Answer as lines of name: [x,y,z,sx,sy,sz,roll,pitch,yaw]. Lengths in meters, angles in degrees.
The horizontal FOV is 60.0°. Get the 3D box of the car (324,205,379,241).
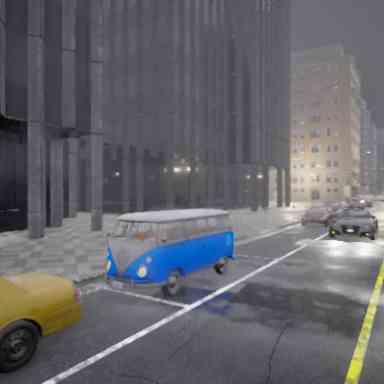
car: [8.320,1.578,16.928,1.994,1.385,4.181,0,0,33]

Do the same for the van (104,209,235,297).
van: [-0.369,1.357,8.494,1.690,1.788,3.998,0,0,33]

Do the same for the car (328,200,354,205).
car: [11.799,1.456,27.492,1.967,1.590,4.097,0,0,33]

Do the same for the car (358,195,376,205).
car: [23.966,1.318,46.488,2.192,1.841,5.009,0,0,33]

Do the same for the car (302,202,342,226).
car: [8.757,1.600,22.741,1.802,1.307,4.206,0,0,33]

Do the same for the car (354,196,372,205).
car: [20.924,1.572,41.739,1.947,1.339,4.313,0,0,33]

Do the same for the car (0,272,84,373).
car: [-3.504,1.536,3.600,1.752,1.417,4.829,0,0,33]

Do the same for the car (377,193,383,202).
car: [41.489,1.448,73.845,1.752,1.417,4.829,0,0,33]
